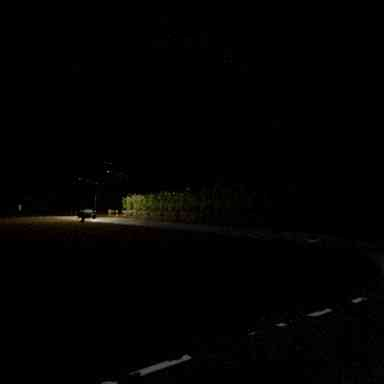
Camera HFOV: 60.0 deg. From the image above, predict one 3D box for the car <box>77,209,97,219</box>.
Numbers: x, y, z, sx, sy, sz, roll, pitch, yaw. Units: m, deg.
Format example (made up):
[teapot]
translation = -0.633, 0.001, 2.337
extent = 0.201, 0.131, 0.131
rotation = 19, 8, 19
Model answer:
[car]
translation = -16.341, 3.458, 51.648
extent = 2.128, 1.511, 4.902
rotation = 2, -4, -35
